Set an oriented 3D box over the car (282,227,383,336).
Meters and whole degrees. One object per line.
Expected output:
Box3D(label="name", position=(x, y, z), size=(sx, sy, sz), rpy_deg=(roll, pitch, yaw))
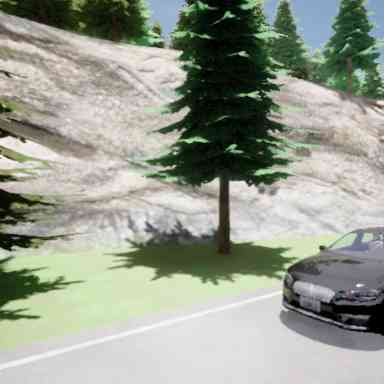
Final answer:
Box3D(label="car", position=(3.872, 1.492, 6.611), size=(4.902, 1.511, 2.128), rpy_deg=(0, 0, -34))
